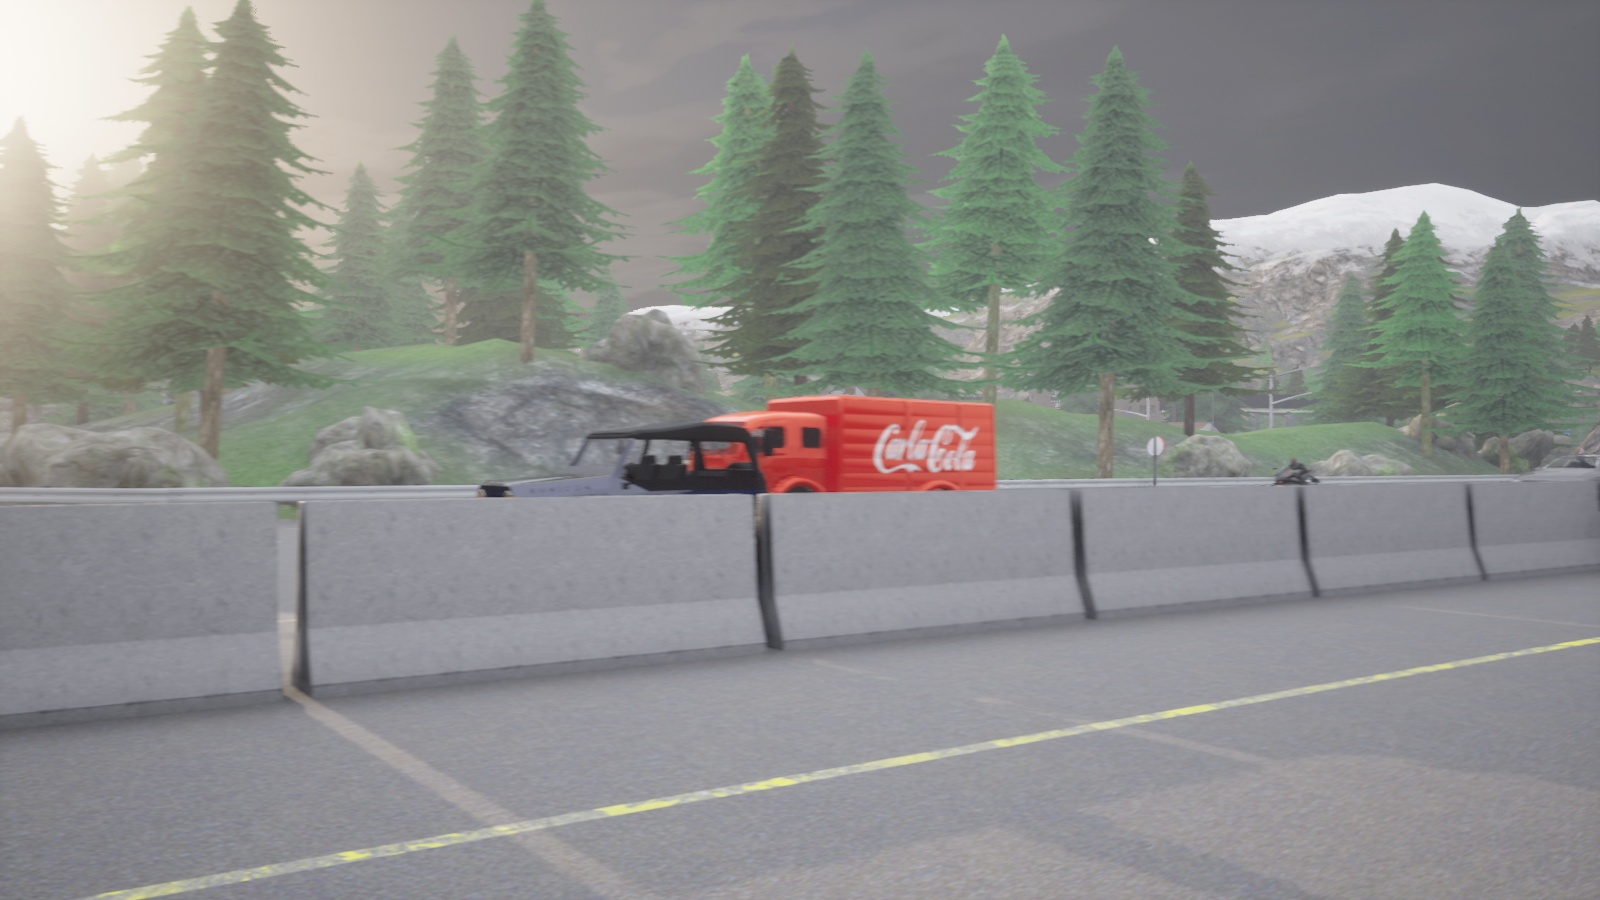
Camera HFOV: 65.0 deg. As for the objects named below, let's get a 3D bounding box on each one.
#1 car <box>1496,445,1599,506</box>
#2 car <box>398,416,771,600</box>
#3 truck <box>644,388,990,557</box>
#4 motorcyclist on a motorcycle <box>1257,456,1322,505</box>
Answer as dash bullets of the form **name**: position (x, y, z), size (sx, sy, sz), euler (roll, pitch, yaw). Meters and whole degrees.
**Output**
- **car**: position (22.481, 0.693, 36.257), size (5.027, 1.651, 2.152), euler (0, 0, -35)
- **car**: position (-2.477, 0.603, 14.727), size (3.866, 1.878, 1.905), euler (0, 0, -35)
- **truck**: position (0.335, 0.353, 20.938), size (5.204, 2.467, 2.627), euler (1, -1, -35)
- **motorcyclist on a motorcycle**: position (15.606, 0.962, 40.013), size (2.191, 1.530, 0.866), euler (0, 0, -35)
